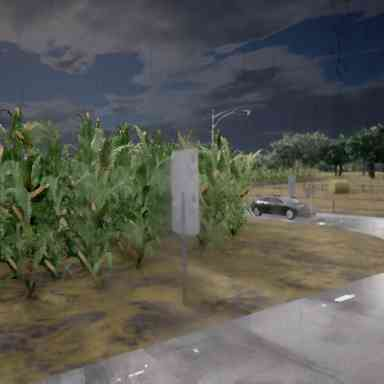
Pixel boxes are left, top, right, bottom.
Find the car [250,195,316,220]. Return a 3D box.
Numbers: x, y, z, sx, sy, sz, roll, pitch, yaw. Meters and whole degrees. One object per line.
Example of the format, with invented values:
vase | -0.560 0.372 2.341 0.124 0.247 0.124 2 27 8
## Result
car | 6.114 0.997 22.779 1.837 1.490 4.892 -1 2 -34
